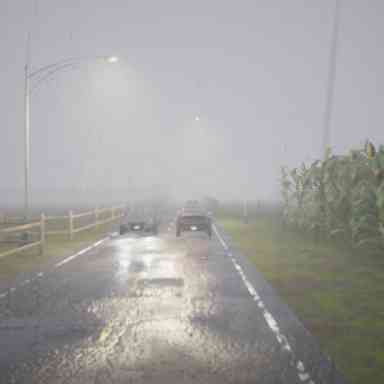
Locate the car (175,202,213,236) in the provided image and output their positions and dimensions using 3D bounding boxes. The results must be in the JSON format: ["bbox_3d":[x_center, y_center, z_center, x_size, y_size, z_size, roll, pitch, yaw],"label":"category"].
[{"bbox_3d":[0.096,1.510,18.533,1.837,1.490,4.892,0,0,0],"label":"car"}]

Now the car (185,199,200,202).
[{"bbox_3d":[0.089,1.578,41.021,1.994,1.385,4.181,0,0,0],"label":"car"}]

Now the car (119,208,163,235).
[{"bbox_3d":[-2.755,1.569,18.599,1.994,1.385,4.181,0,0,0],"label":"car"}]
